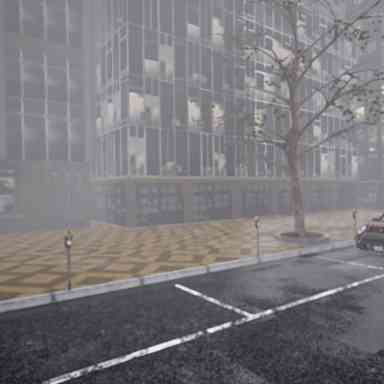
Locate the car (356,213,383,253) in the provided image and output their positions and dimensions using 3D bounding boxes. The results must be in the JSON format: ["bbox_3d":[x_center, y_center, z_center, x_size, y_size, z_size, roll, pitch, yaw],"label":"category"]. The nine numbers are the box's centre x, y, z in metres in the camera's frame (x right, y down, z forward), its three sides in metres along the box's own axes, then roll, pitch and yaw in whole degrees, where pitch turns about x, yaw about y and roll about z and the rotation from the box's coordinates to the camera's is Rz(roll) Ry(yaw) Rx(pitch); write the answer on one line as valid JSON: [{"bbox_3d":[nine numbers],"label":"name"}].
[{"bbox_3d":[7.755,1.316,12.107,4.097,1.590,1.967,-1,0,-36],"label":"car"}]
